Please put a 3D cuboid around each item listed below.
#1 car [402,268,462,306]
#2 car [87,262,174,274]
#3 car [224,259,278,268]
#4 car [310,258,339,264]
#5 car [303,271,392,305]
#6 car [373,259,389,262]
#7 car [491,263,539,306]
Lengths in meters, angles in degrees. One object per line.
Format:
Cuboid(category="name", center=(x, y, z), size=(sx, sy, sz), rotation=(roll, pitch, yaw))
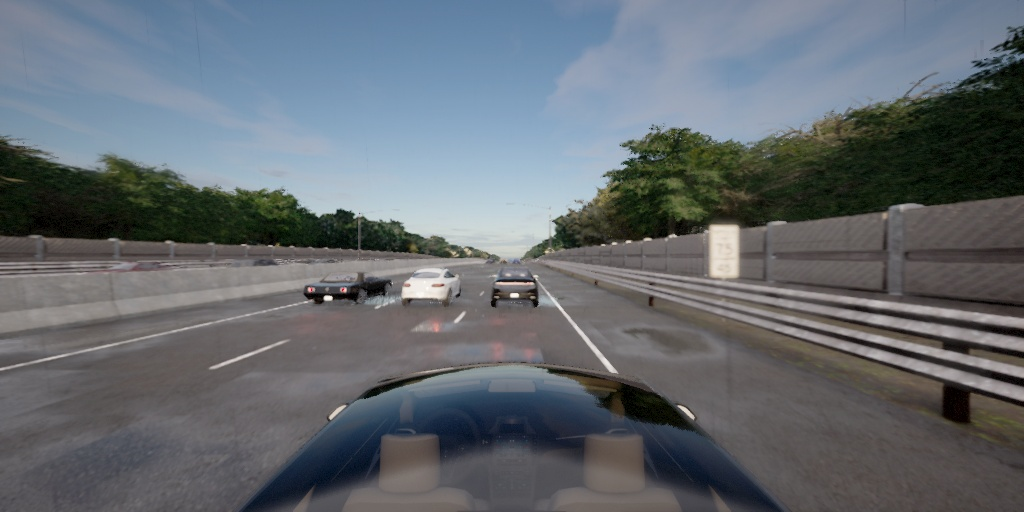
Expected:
Cuboid(category="car", center=(-3.374, 1.248, 15.623), size=(1.812, 1.442, 4.674), rotation=(0, 0, 1))
Cuboid(category="car", center=(-24.367, 1.111, 23.113), size=(1.812, 1.442, 4.674), rotation=(0, 0, 1))
Cuboid(category="car", center=(-17.359, 0.981, 23.567), size=(2.097, 1.767, 4.553), rotation=(0, 0, 1))
Cuboid(category="car", center=(-24.011, 1.069, 45.943), size=(1.837, 1.490, 4.892), rotation=(0, 0, 1))
Cuboid(category="car", center=(-6.874, 1.301, 15.692), size=(1.895, 1.301, 4.718), rotation=(0, 0, 1))
Cuboid(category="car", center=(-17.002, 1.153, 46.518), size=(2.033, 1.411, 5.357), rotation=(0, 0, 1))
Cuboid(category="car", center=(0.126, 1.235, 15.588), size=(2.128, 1.511, 4.902), rotation=(0, 0, 1))
